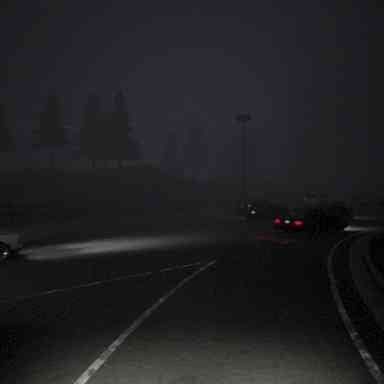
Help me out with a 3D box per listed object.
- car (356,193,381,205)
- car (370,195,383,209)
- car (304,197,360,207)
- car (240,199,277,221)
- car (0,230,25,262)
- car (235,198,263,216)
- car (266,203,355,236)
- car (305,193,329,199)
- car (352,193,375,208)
[{"bbox_3d":[31.304,1.208,58.851,5.566,2.045,2.150,-1,0,-41],"label":"car"},{"bbox_3d":[26.341,1.513,45.022,4.674,1.442,1.812,0,0,-41],"label":"car"},{"bbox_3d":[11.517,1.470,27.276,5.008,1.535,1.882,0,0,-41],"label":"car"},{"bbox_3d":[6.293,1.556,27.337,4.181,1.385,1.994,0,0,-41],"label":"car"},{"bbox_3d":[-7.835,1.599,10.204,4.718,1.301,1.895,0,0,-41],"label":"car"},{"bbox_3d":[6.209,1.345,31.930,4.553,1.767,2.097,0,0,-41],"label":"car"},{"bbox_3d":[6.644,1.542,18.311,5.357,1.411,2.033,0,0,-41],"label":"car"},{"bbox_3d":[18.078,1.206,47.068,5.566,2.045,2.150,0,0,-41],"label":"car"},{"bbox_3d":[24.451,1.337,48.022,4.553,1.767,2.097,0,0,-41],"label":"car"}]
